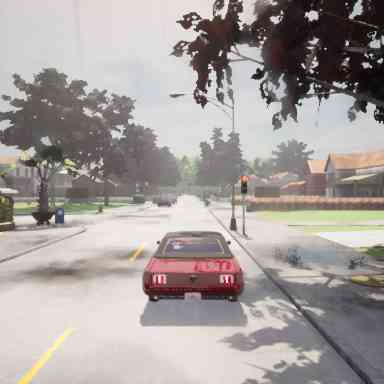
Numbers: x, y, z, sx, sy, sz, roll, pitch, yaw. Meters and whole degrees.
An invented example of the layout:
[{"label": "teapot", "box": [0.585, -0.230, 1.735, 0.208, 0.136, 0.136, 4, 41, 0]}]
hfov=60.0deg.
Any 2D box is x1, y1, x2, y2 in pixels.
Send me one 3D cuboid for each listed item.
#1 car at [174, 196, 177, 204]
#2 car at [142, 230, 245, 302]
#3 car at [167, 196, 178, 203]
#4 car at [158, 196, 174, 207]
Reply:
[{"label": "car", "box": [-4.135, 1.564, 60.844, 1.994, 1.385, 4.181, 0, 0, 0]}, {"label": "car", "box": [0.042, 1.601, 8.226, 1.895, 1.301, 4.718, 0, 0, 1]}, {"label": "car", "box": [-4.080, 1.540, 71.205, 2.033, 1.411, 5.357, 0, 0, 0]}, {"label": "car", "box": [-4.154, 1.601, 50.852, 1.895, 1.301, 4.718, 0, 0, 0]}]
